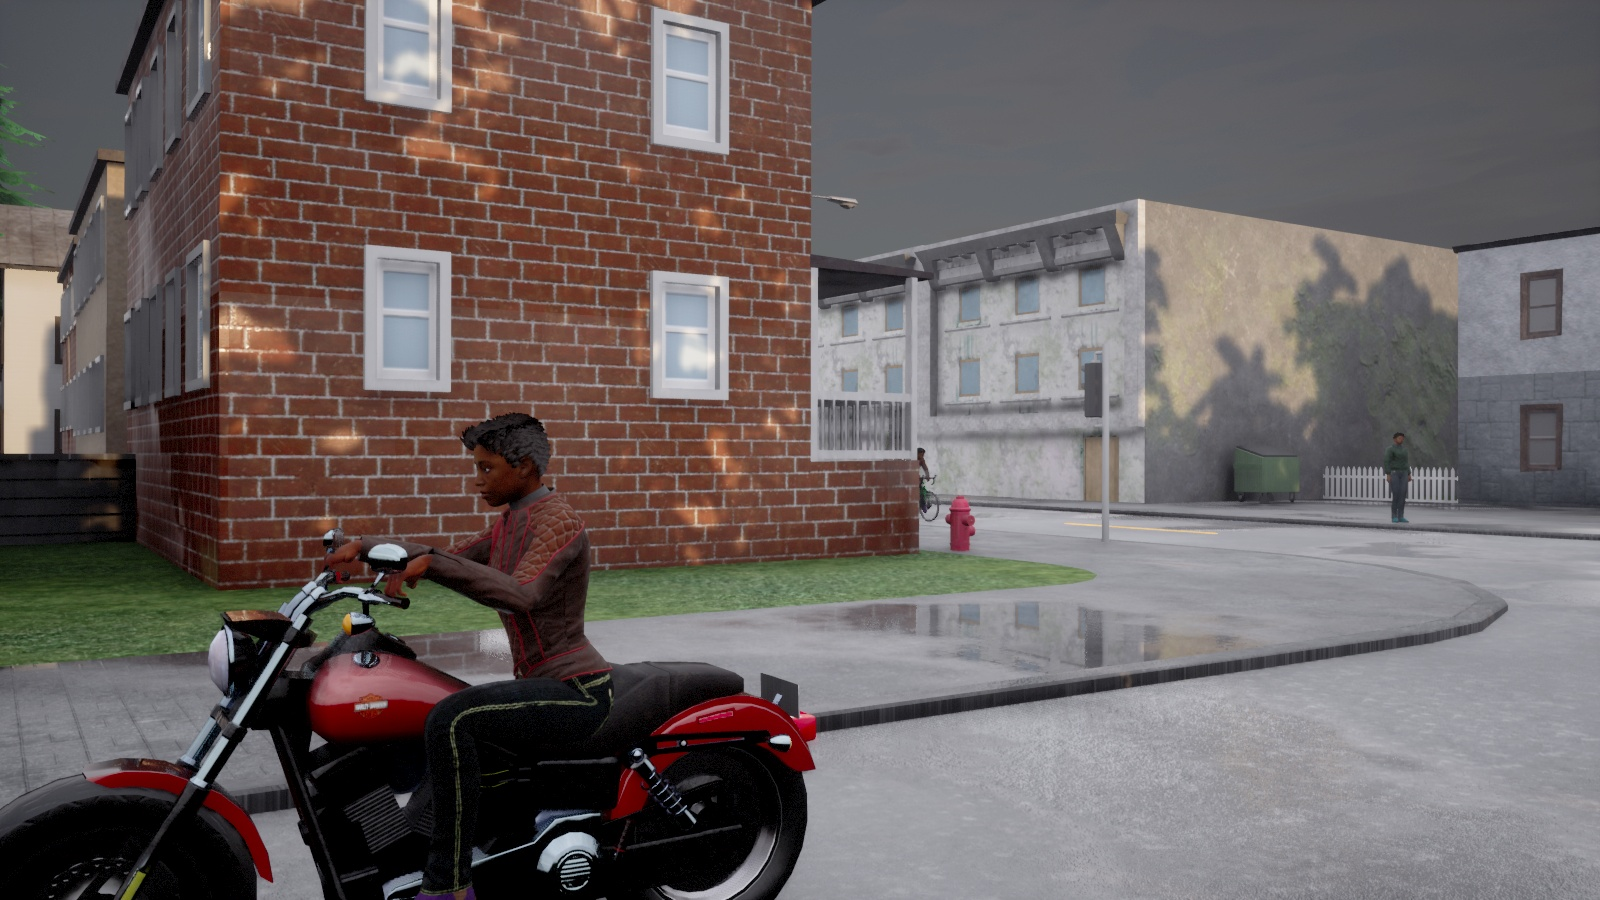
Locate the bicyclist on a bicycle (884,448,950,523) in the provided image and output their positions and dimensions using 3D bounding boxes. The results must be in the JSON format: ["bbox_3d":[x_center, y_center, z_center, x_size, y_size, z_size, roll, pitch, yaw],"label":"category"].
[{"bbox_3d":[2.580,0.760,27.881,0.582,1.620,1.656,0,0,-32],"label":"bicyclist on a bicycle"}]

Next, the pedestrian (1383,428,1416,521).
[{"bbox_3d":[12.145,0.491,25.450,0.353,1.847,0.614,0,0,-3],"label":"pedestrian"}]

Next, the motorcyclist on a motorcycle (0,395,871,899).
[{"bbox_3d":[-1.003,0.706,3.468,2.350,1.649,0.766,0,0,-30],"label":"motorcyclist on a motorcycle"}]
